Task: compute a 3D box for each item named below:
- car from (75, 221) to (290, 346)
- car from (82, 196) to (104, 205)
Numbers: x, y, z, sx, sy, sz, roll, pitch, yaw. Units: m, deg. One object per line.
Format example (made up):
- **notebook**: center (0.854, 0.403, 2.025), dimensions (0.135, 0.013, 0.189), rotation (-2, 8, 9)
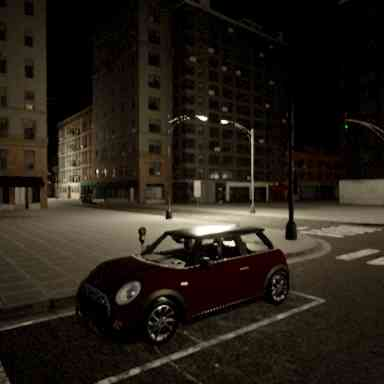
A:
- **car**: center (-0.031, 1.421, 6.284), dimensions (4.097, 1.590, 1.967), rotation (0, 0, -38)
- **car**: center (-15.023, 1.259, 50.112), dimensions (1.895, 1.301, 4.718), rotation (0, 1, -38)
